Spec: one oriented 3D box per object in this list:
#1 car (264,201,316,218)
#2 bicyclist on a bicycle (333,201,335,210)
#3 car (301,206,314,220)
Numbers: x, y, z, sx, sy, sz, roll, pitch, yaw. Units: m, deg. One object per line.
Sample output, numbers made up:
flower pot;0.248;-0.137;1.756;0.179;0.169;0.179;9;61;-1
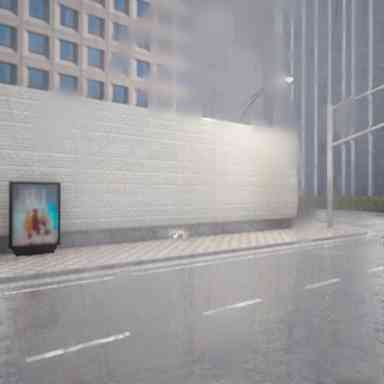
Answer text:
car;10.048;1.738;34.555;2.128;1.511;4.902;0;0;-36
bicyclist on a bicycle;18.276;1.628;43.646;1.656;1.620;0.582;0;0;-36
car;8.666;1.700;30.470;1.882;1.535;5.008;0;0;-36
